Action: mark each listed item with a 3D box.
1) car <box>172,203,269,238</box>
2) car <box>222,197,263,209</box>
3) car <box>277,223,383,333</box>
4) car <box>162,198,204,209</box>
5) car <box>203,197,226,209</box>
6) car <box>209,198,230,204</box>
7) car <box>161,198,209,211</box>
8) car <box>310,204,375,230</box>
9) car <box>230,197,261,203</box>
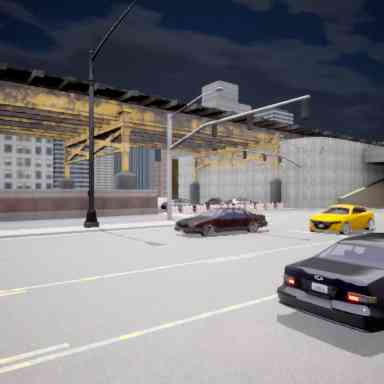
[{"bbox_3d":[1.710,1.547,17.943,5.357,1.411,2.033,0,0,-33],"label":"car"},{"bbox_3d":[6.708,1.453,44.231,4.974,1.542,2.038,0,0,-7],"label":"car"},{"bbox_3d":[4.050,1.547,6.664,5.357,1.411,2.033,0,0,-35],"label":"car"},{"bbox_3d":[-1.001,1.295,37.795,4.536,1.218,1.853,0,0,8],"label":"car"},{"bbox_3d":[2.812,1.295,40.521,1.853,1.218,4.536,0,0,18],"label":"car"},{"bbox_3d":[2.796,1.453,40.472,2.038,1.542,4.974,0,0,18],"label":"car"},{"bbox_3d":[-0.949,1.453,37.788,4.974,1.542,2.038,0,0,8],"label":"car"},{"bbox_3d":[8.581,1.478,18.843,5.008,1.535,1.882,0,1,-41],"label":"car"},{"bbox_3d":[6.656,1.295,44.224,4.536,1.218,1.853,0,0,-7],"label":"car"}]
